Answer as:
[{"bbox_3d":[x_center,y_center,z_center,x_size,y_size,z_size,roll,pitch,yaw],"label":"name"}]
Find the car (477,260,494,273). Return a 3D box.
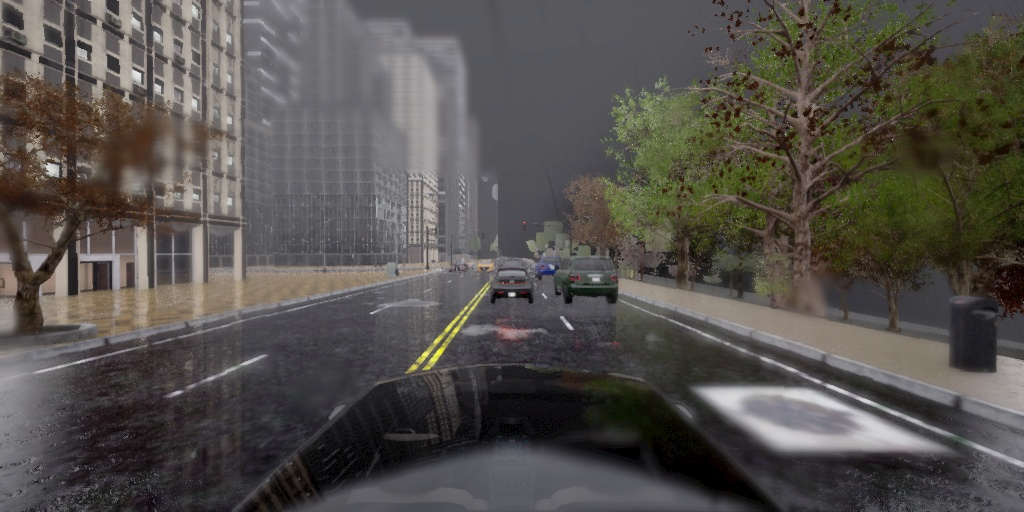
[{"bbox_3d":[-3.250,1.261,44.502,1.882,1.535,5.008,0,0,0],"label":"car"}]

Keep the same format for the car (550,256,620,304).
[{"bbox_3d":[3.251,1.005,16.531,2.150,2.045,5.566,0,0,0],"label":"car"}]

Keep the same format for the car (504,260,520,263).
[{"bbox_3d":[0.001,1.115,31.472,2.097,1.767,4.553,0,0,0],"label":"car"}]

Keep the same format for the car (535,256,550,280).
[{"bbox_3d":[3.251,1.006,31.531,2.150,2.045,5.566,0,0,0],"label":"car"}]

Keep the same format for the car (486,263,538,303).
[{"bbox_3d":[0.000,1.264,16.501,1.837,1.490,4.892,0,0,0],"label":"car"}]

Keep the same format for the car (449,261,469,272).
[{"bbox_3d":[-6.500,1.350,44.502,1.994,1.385,4.181,0,0,0],"label":"car"}]
